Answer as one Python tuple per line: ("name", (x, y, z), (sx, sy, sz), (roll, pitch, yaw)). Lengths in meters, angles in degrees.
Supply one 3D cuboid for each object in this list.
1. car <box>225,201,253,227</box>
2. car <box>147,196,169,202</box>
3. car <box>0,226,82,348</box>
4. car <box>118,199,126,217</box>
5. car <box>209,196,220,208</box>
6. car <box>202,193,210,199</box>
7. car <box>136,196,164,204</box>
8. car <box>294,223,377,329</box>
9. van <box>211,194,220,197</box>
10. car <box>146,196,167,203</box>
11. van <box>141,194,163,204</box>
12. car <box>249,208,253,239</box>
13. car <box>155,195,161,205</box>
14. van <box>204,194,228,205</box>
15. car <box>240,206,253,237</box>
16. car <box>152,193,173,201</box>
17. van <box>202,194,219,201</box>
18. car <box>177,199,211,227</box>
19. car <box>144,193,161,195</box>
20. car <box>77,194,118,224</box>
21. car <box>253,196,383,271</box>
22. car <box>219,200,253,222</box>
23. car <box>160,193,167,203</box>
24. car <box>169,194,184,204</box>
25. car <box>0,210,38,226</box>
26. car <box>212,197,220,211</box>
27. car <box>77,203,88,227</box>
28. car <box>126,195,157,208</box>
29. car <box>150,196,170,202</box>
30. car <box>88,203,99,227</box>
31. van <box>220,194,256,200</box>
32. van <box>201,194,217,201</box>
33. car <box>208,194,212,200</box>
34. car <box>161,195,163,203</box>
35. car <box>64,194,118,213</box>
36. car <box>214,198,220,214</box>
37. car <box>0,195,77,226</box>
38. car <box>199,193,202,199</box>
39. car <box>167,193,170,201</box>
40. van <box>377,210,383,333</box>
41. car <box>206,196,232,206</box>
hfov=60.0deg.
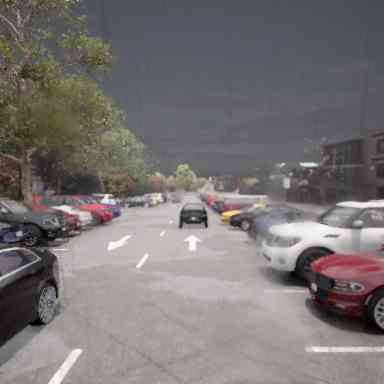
("car", (4.767, 1.502, 20.159), (5.008, 1.535, 2.097), (0, 0, 0))
("car", (-8.455, 1.699, 83.944), (5.366, 1.575, 1.946), (0, 0, 0))
("car", (-3.343, 1.494, 4.248), (2.128, 1.511, 4.902), (0, 0, 0))
("car", (-8.286, 1.269, 25.408), (5.566, 2.045, 2.435), (0, 0, 0))
("car", (4.779, 1.563, 36.976), (5.008, 1.535, 2.097), (0, 0, 0))
("car", (4.813, 1.364, 50.993), (5.566, 2.045, 2.435), (0, 0, 0))
("car", (-8.469, 1.674, 67.286), (5.366, 1.575, 1.946), (0, 0, 0))
("car", (4.756, 1.483, 6.143), (5.008, 1.535, 2.097), (0, 0, 0))
("van", (4.893, 1.348, 39.779), (4.442, 1.987, 1.878), (0, 0, 0))
("car", (-8.304, 1.736, 78.389), (4.792, 1.488, 2.163), (0, 0, 0))
("van", (-8.398, 1.461, 70.061), (4.442, 1.987, 1.878), (0, 0, 0))
("car", (4.760, 1.487, 11.754), (4.892, 1.521, 2.231), (0, 0, 0))
("car", (-8.108, 1.622, 53.407), (5.366, 1.575, 1.946), (0, 0, 0))
("van", (4.678, 1.442, 65.009), (4.442, 1.987, 1.878), (0, 0, 0))
("car", (4.786, 1.519, 14.551), (4.792, 1.488, 2.163), (0, 0, 0))
("car", (-8.236, 1.424, 92.272), (5.566, 2.045, 2.435), (0, 0, 0))
("van", (4.928, 1.468, 87.439), (4.442, 1.987, 1.878), (0, 0, 0))
("car", (0.112, 1.509, 23.281), (1.882, 1.535, 5.008), (0, 0, 0))
("car", (-8.320, 1.520, 58.957), (4.553, 1.767, 2.185), (0, 0, 0))
("car", (-8.287, 1.259, 22.746), (5.566, 2.045, 2.435), (0, 0, 0))
("car", (4.725, 1.233, 8.947), (5.566, 2.045, 2.435), (0, 0, 0))
("car", (4.736, 1.551, 25.762), (4.792, 1.488, 2.163), (0, 0, 0))
("car", (-8.314, 1.415, 64.511), (5.566, 2.045, 2.435), (0, 0, 0))
("car", (-3.196, 1.708, 70.325), (1.837, 1.490, 4.892), (0, 0, 0))
("car", (-8.353, 1.516, 11.607), (4.792, 1.488, 2.163), (0, 0, 0))
("car", (4.801, 1.582, 34.172), (4.792, 1.488, 2.163), (0, 0, 0))
("car", (-8.315, 1.495, 17.177), (5.008, 1.535, 2.097), (0, 0, 0))
("car", (-8.301, 1.615, 50.630), (4.892, 1.521, 2.231), (0, 0, 0))
("car", (-8.263, 1.695, 86.721), (5.008, 1.535, 2.097), (0, 0, 0))
("car", (-8.316, 1.541, 19.837), (4.674, 1.452, 2.002), (0, 0, 0))
("van", (4.884, 1.306, 28.567), (4.442, 1.987, 1.878), (0, 0, 0))
("van", (4.699, 1.446, 93.050), (4.442, 1.987, 1.878), (0, 0, 0))
("car", (4.747, 1.459, 42.582), (4.553, 1.767, 2.185), (0, 0, 0))
("car", (-8.259, 1.685, 61.734), (4.792, 1.488, 2.163), (0, 0, 0))
("car", (-11.485, 1.294, 38.019), (5.566, 2.045, 2.150), (1, -1, 9))
("car", (4.799, 1.572, 31.369), (4.792, 1.488, 2.163), (0, 0, 0))
("car", (-8.294, 1.238, 14.390), (5.566, 2.045, 2.435), (0, 0, 0))
("car", (4.827, 1.438, 70.616), (5.566, 2.045, 2.435), (0, 0, 0))
("car", (-8.307, 1.446, 72.837), (5.566, 2.045, 2.435), (0, 0, 0))
("van", (4.632, 1.256, 3.339), (4.442, 1.987, 1.878), (0, 0, 0))
("car", (4.759, 1.521, 59.402), (4.553, 1.767, 2.185), (0, 0, 0))
